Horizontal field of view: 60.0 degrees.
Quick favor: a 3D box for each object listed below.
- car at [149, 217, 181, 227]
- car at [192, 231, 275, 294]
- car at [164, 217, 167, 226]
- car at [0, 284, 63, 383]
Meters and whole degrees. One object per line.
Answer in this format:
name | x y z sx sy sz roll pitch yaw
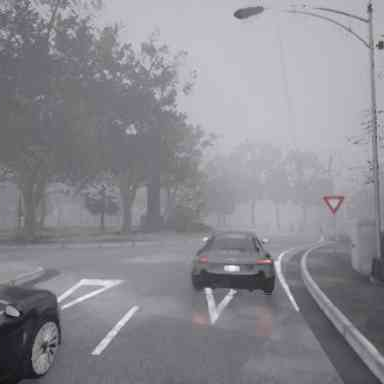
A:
car | -4.466 4.925 55.221 5.008 1.535 1.882 -2 -5 23
car | 1.210 1.778 9.366 1.994 1.385 4.181 0 -3 9
car | -3.679 4.784 51.510 4.718 1.301 1.895 -2 -5 28
car | -2.785 1.524 2.734 2.128 1.511 4.902 0 -1 3
